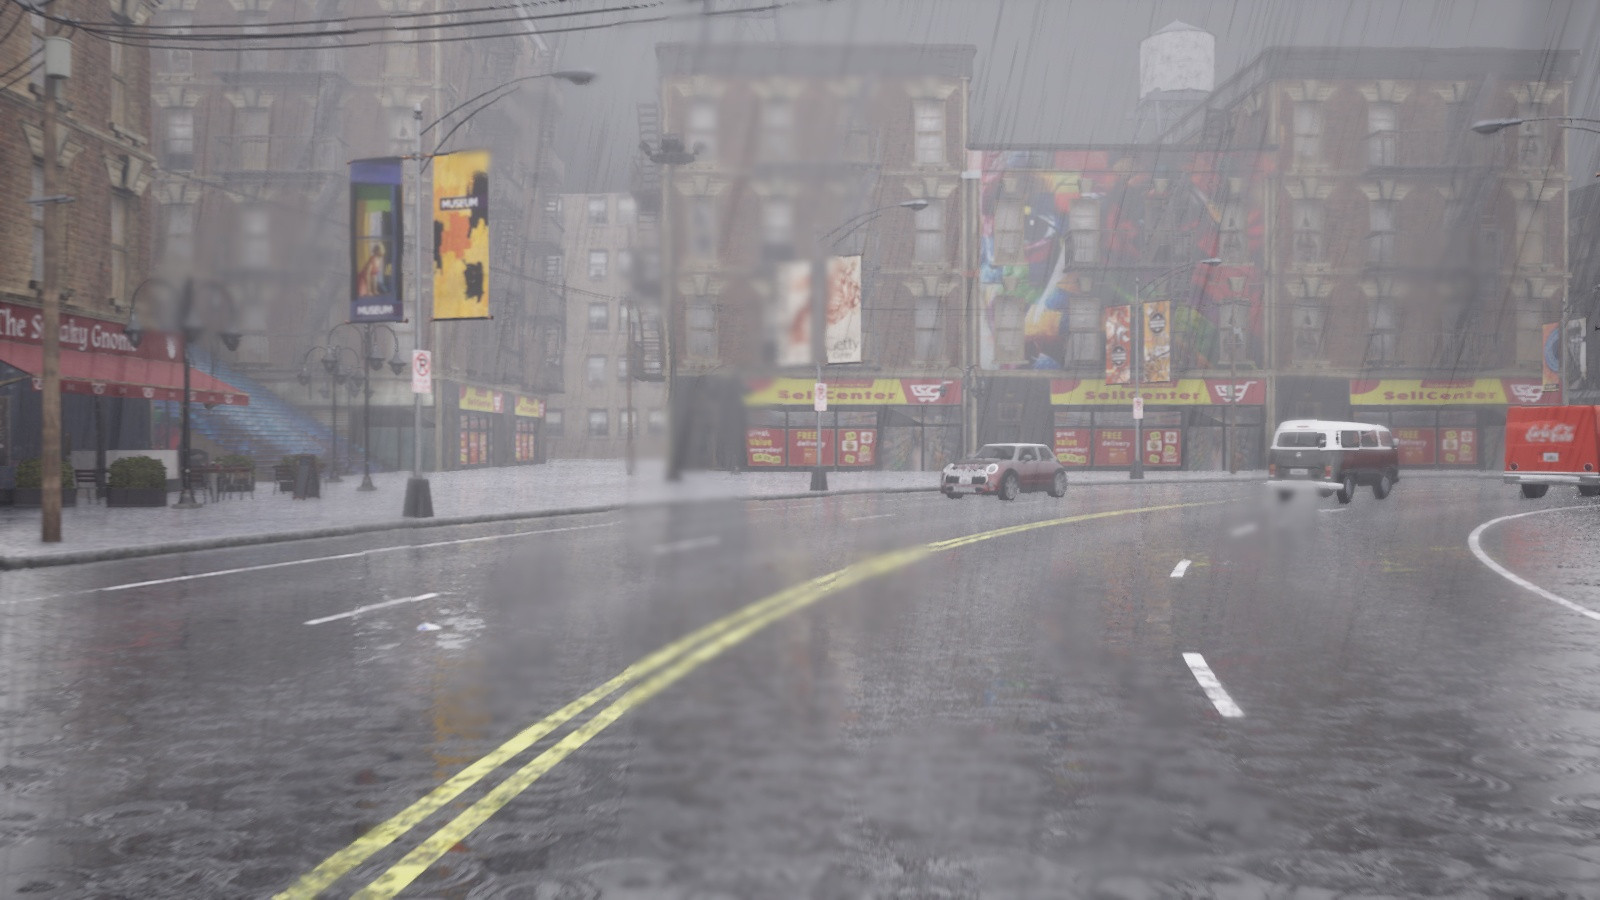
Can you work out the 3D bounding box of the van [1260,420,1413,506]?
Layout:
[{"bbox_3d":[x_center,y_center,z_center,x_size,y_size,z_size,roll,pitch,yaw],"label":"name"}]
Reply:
[{"bbox_3d":[13.792,0.308,32.173,4.480,2.038,2.069,0,0,-45],"label":"van"}]

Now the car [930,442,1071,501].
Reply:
[{"bbox_3d":[5.388,0.531,33.485,1.970,1.475,3.806,0,0,42],"label":"car"}]

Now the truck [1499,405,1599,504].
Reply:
[{"bbox_3d":[21.408,0.101,33.522,5.204,2.467,2.627,0,0,-32],"label":"truck"}]
